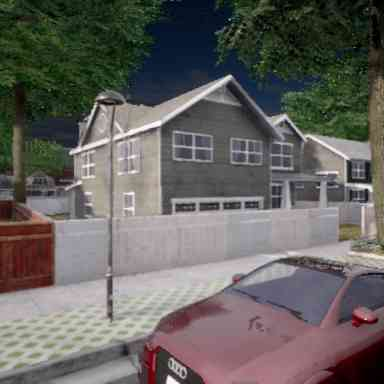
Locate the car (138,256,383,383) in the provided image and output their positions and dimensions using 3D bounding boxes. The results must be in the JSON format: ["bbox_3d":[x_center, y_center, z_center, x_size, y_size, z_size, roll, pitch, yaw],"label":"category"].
[{"bbox_3d":[1.475,1.569,4.117,4.181,1.385,1.994,0,0,-35],"label":"car"}]
